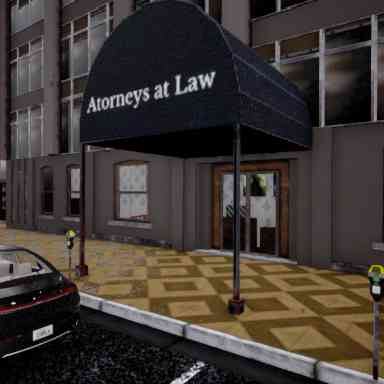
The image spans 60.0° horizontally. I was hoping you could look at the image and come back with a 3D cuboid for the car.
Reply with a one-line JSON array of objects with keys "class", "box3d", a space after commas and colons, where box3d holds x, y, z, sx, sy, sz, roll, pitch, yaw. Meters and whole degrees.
[{"class": "car", "box3d": [-3.666, 1.550, 5.498, 4.403, 1.369, 2.008, 0, 0, 36]}]
